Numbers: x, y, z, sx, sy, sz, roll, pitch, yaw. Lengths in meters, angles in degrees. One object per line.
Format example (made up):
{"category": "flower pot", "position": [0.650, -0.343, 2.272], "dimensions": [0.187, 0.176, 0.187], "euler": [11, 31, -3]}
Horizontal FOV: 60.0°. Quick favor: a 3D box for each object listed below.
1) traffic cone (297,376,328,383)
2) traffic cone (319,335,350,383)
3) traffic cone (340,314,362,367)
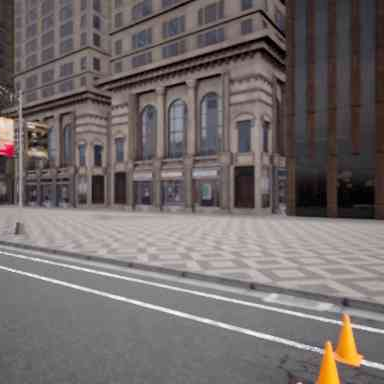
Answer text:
{"category": "traffic cone", "position": [0.940, 1.963, 2.898], "dimensions": [0.340, 0.580, 0.340], "euler": [0, 0, 35]}
{"category": "traffic cone", "position": [1.520, 1.965, 3.712], "dimensions": [0.340, 0.580, 0.340], "euler": [0, 0, 35]}
{"category": "traffic cone", "position": [2.100, 1.966, 4.527], "dimensions": [0.340, 0.580, 0.340], "euler": [0, 0, 35]}
